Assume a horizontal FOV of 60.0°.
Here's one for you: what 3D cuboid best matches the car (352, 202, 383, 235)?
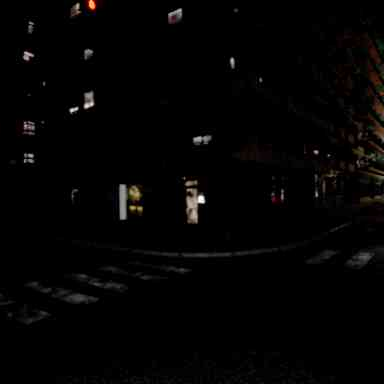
[{"bbox_3d":[8.886,1.201,15.914,1.752,1.417,4.829,0,1,37],"label":"car"}]
